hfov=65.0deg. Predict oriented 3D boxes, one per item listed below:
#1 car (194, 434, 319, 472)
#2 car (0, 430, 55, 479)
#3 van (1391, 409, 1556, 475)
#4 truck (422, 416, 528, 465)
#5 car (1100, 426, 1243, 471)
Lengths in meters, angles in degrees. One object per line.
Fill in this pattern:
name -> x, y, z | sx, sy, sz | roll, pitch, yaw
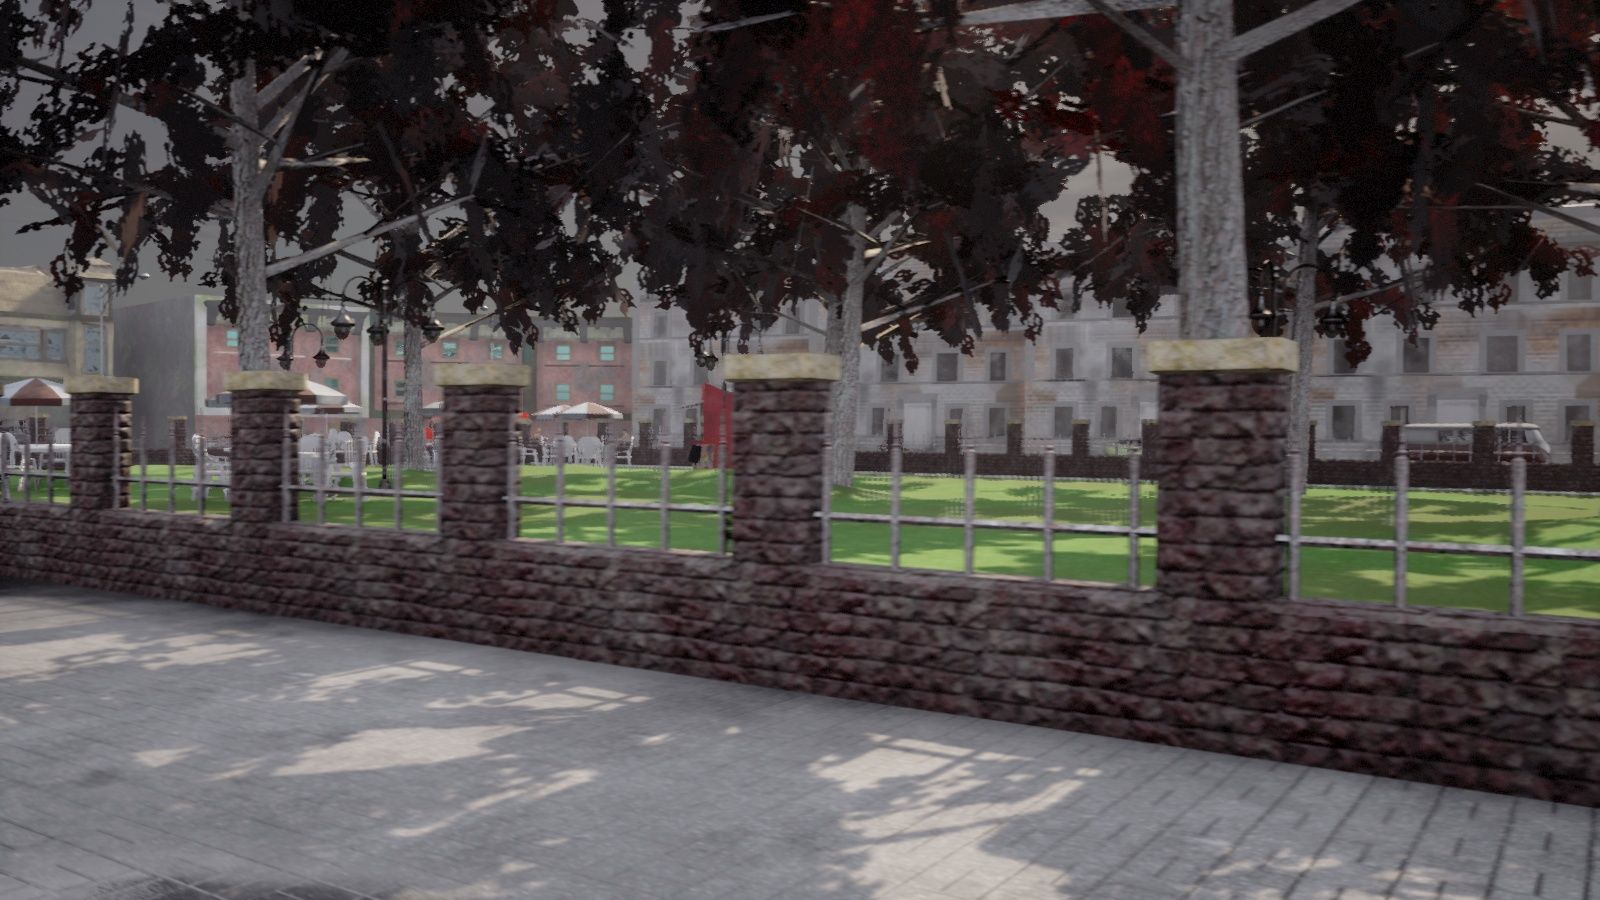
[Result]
car -> -24.781, 0.104, 57.407 | 2.033, 1.649, 4.856 | 0, 0, 35
car -> -31.212, 0.180, 47.672 | 1.932, 1.855, 4.605 | 0, 1, 33
van -> 21.245, -0.250, 39.654 | 4.442, 1.987, 1.775 | 0, 1, 33
truck -> -16.721, -0.480, 64.859 | 5.204, 2.467, 2.627 | 0, 1, -12
car -> 13.263, -0.056, 44.930 | 4.514, 1.525, 2.007 | 0, 1, 33
